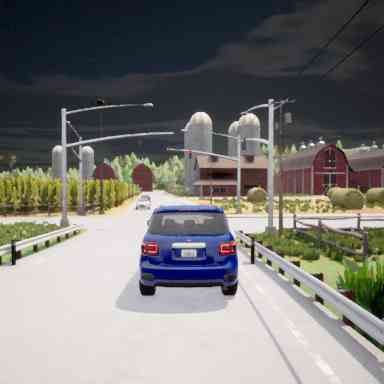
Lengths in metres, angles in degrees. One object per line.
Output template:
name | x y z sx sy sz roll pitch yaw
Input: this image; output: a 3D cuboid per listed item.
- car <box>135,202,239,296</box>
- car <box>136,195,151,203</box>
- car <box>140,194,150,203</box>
car | -0.109 1.368 9.145 2.150 2.045 5.566 0 -2 -1
car | -6.404 1.524 43.799 1.812 1.442 4.674 0 1 -7
car | -8.929 1.210 63.963 1.812 1.442 4.674 0 1 -7
